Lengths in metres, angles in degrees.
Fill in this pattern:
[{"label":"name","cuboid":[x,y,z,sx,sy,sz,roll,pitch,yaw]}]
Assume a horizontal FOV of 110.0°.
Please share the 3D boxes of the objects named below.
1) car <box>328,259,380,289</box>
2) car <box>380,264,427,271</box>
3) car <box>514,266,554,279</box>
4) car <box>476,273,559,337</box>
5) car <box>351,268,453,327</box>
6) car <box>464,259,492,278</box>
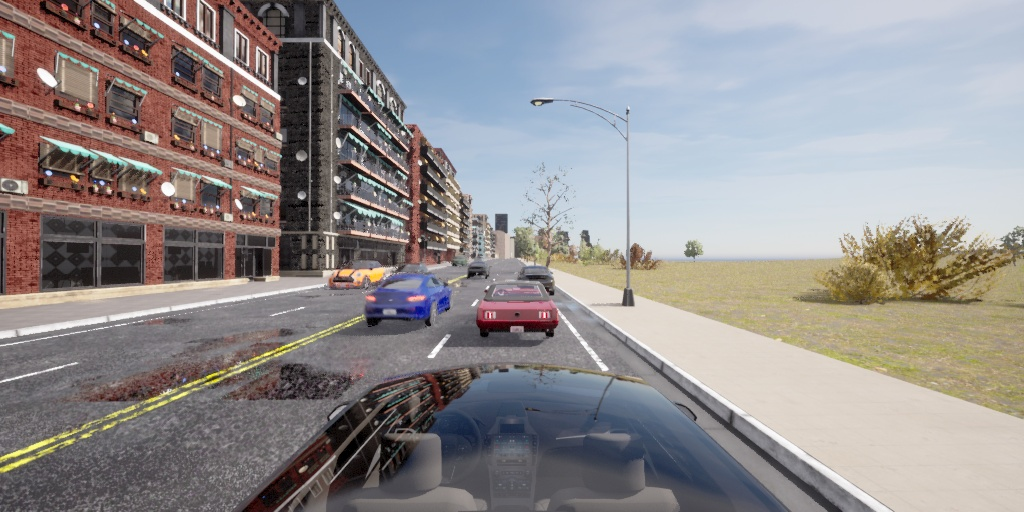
[{"label":"car","cuboid":[-9.764,1.104,22.950,2.097,1.767,4.553,0,0,0]},{"label":"car","cuboid":[-6.513,1.257,23.090,1.837,1.490,4.892,0,0,0]},{"label":"car","cuboid":[1.210,1.257,19.435,1.837,1.490,4.892,0,0,0]},{"label":"car","cuboid":[0.133,1.352,10.235,1.895,1.301,4.718,0,0,0]},{"label":"car","cuboid":[-3.112,1.277,11.452,1.812,1.442,4.674,0,0,0]},{"label":"car","cuboid":[-3.017,1.258,33.308,1.837,1.490,4.892,0,0,0]}]
